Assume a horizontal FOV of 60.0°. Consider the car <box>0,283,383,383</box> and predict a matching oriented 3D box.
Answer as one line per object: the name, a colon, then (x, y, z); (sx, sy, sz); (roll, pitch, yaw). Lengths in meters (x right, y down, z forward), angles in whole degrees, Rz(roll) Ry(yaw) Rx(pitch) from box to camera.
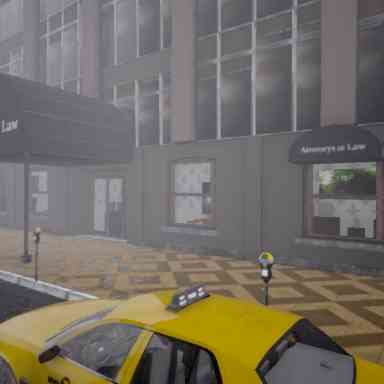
car: (-0.239, 1.525, 3.041); (4.829, 1.417, 1.752); (0, 0, 36)
